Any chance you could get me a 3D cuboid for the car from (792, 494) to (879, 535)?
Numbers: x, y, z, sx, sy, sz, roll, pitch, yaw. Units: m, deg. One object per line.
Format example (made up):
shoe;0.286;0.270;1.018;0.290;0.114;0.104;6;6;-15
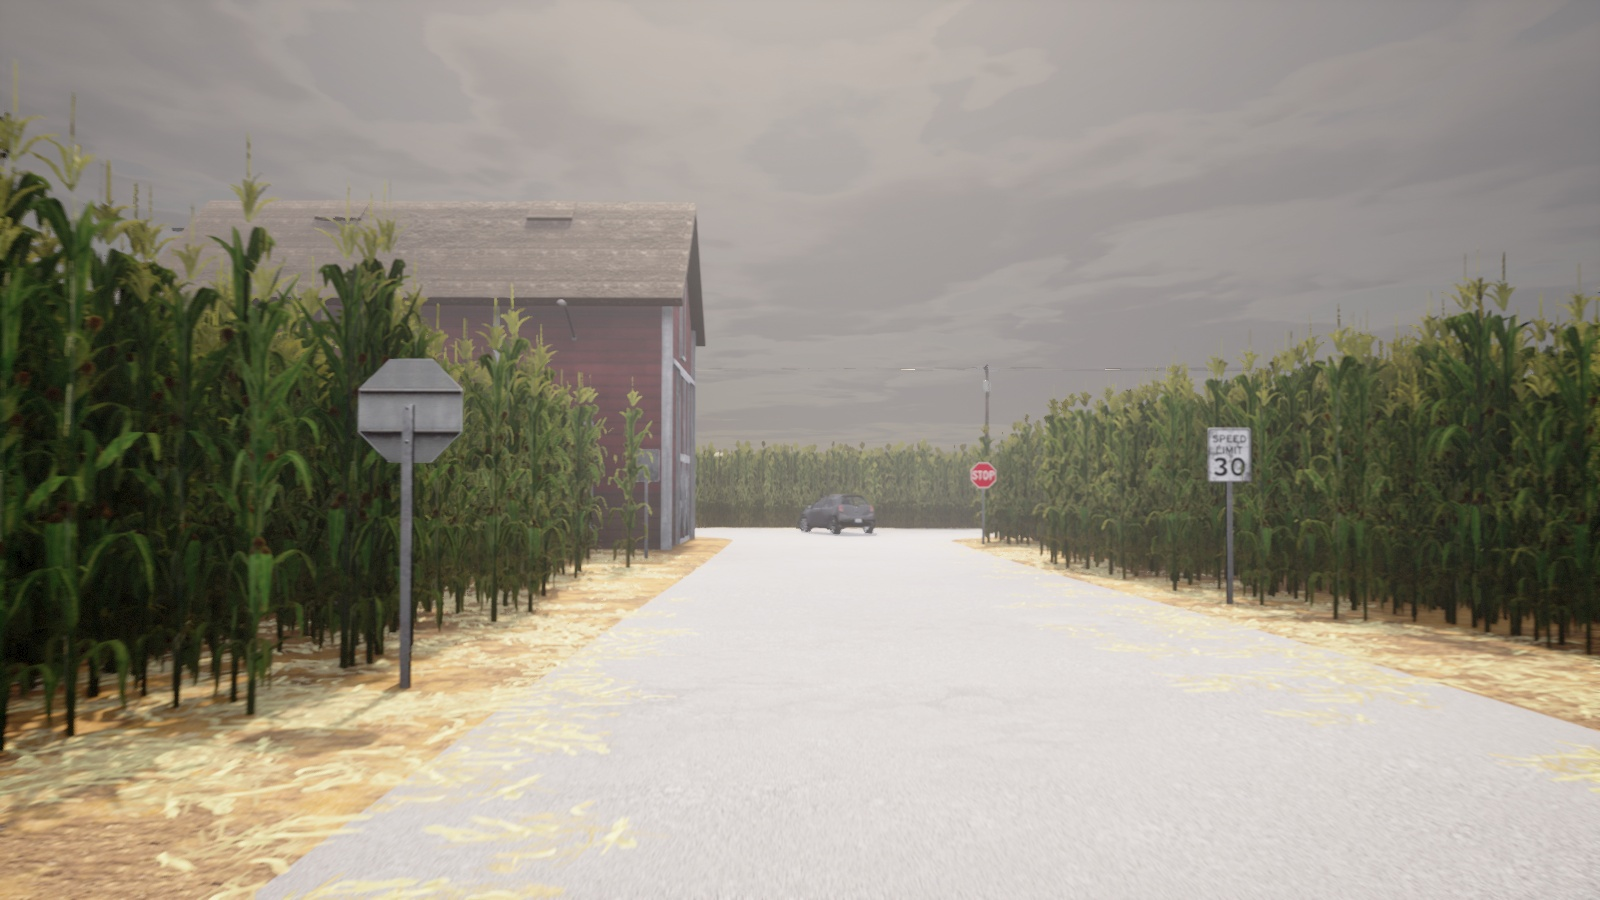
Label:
car;1.340;2.475;48.604;1.845;1.501;3.633;1;-2;-27
